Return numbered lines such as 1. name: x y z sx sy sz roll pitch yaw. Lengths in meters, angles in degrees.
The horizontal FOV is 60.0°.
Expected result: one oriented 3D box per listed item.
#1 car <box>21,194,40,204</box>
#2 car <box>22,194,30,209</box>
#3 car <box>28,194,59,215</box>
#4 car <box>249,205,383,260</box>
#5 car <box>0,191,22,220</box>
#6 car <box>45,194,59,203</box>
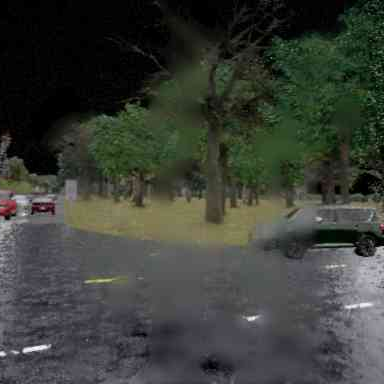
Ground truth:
1. car: -24.181 1.039 49.930 2.033 1.411 5.357 1 0 -21
2. car: -19.109 1.122 36.859 1.812 1.442 4.674 1 0 -22
3. car: -13.408 1.193 30.246 1.882 1.535 5.008 1 0 -21
4. car: 5.160 1.554 13.659 5.566 2.045 2.150 2 -1 -17
5. car: -14.284 0.919 24.489 2.150 2.045 5.566 1 0 -21
6. car: -22.716 1.048 54.077 1.812 1.442 4.674 1 0 -21
